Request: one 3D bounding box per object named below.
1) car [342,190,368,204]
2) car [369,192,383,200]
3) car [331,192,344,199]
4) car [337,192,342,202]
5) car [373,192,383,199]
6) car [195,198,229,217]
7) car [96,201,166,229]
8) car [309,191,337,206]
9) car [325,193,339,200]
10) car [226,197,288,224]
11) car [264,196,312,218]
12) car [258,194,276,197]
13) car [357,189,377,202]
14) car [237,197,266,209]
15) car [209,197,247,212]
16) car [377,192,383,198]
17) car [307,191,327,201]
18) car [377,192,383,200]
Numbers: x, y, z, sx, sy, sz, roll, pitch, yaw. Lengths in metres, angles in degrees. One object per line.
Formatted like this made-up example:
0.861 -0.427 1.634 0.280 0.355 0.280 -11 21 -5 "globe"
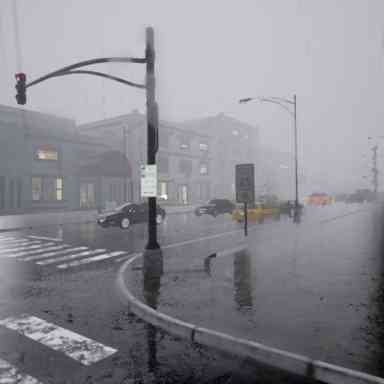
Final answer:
22.845 0.924 46.490 1.837 1.490 4.892 -1 0 36 "car"
36.803 0.770 66.465 1.947 1.339 4.313 -1 0 36 "car"
33.277 0.743 75.868 1.967 1.590 4.097 -1 0 36 "car"
24.463 0.901 53.906 2.128 1.511 4.902 -1 0 36 "car"
40.055 0.720 70.942 1.947 1.339 4.313 -1 0 36 "car"
2.125 1.306 28.574 1.812 1.442 4.674 -1 0 36 "car"
-3.651 1.378 20.641 1.837 1.490 4.892 -1 0 36 "car"
16.813 0.884 43.386 2.097 1.767 4.553 -1 0 37 "car"
30.026 0.935 71.392 1.802 1.307 4.206 -1 0 36 "car"
4.384 1.242 21.839 1.752 1.417 4.829 -1 0 36 "car"
7.536 1.217 26.178 2.008 1.369 4.403 -1 0 36 "car"
8.162 1.036 36.884 2.097 1.767 4.553 -1 0 36 "car"
26.940 0.576 52.201 2.150 2.045 5.566 -1 0 36 "car"
7.264 1.293 40.058 1.802 1.307 4.206 -1 0 36 "car"
3.911 1.289 35.443 1.752 1.417 4.829 -1 0 36 "car"
43.133 0.652 75.166 1.887 1.381 4.507 -1 0 36 "car"
23.519 0.768 62.439 2.192 1.841 5.009 -1 0 36 "car"
33.549 0.570 61.988 2.192 1.841 5.009 -1 0 36 "car"
